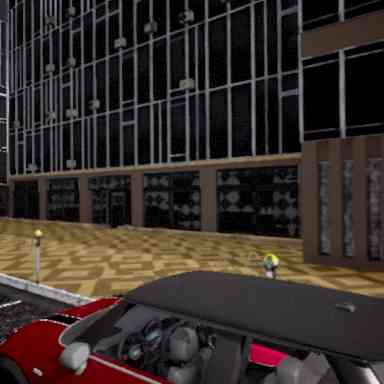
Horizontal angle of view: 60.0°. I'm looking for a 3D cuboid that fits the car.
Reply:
[{"bbox_3d":[-0.039,1.455,2.904,4.097,1.590,1.967,-1,0,36],"label":"car"}]
